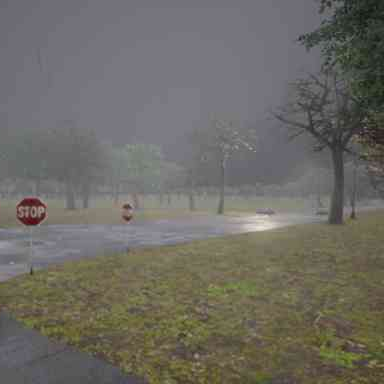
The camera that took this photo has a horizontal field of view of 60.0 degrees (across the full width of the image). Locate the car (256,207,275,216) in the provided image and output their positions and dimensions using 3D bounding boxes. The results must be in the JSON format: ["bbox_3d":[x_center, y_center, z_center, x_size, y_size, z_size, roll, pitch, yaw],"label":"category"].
[{"bbox_3d":[12.202,3.206,55.155,1.994,1.385,4.181,1,-1,36],"label":"car"}]

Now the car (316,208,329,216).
[{"bbox_3d":[24.749,3.655,62.854,2.033,1.411,5.357,1,-1,28],"label":"car"}]
